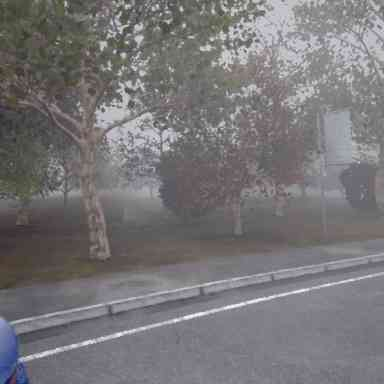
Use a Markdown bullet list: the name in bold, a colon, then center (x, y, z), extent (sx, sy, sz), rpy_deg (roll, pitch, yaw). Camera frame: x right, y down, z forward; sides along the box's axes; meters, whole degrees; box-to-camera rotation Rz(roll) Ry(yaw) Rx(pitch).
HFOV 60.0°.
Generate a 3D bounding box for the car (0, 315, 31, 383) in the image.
- **car**: center (-3.405, 1.492, 1.309), extent (5.008, 1.535, 1.882), rpy_deg (0, 0, -37)
